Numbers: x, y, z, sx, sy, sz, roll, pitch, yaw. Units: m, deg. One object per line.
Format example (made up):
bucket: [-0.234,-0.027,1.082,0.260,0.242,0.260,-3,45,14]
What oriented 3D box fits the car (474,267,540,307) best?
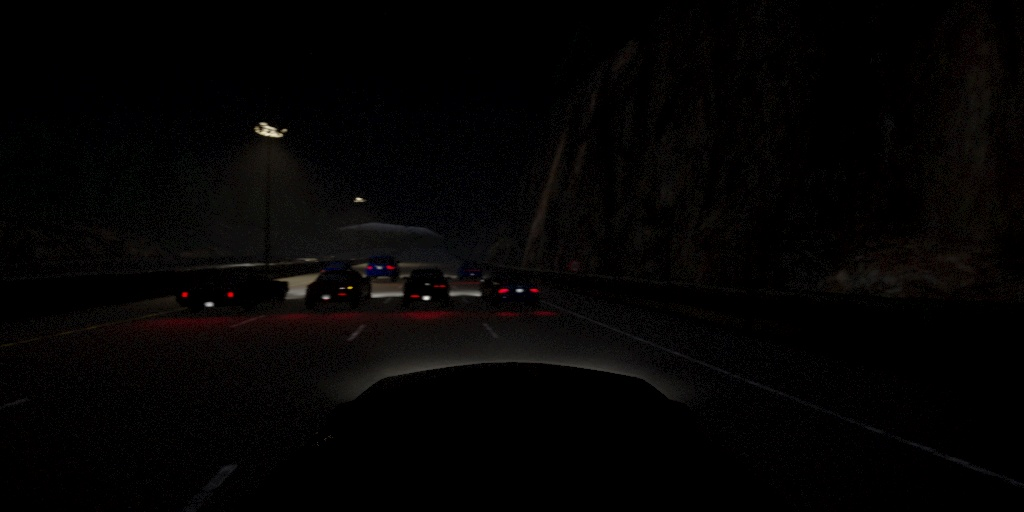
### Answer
car: [-0.270,1.400,16.307,2.033,1.411,5.357,1,0,-13]

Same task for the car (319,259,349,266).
car: [-13.958,1.237,28.924,1.812,1.442,4.674,1,0,-13]

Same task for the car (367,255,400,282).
car: [-10.464,0.972,29.338,2.150,2.045,5.566,1,0,-13]

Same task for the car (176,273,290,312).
car: [-10.526,1.324,14.056,1.895,1.301,4.718,1,0,-13]

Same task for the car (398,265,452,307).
car: [-3.746,1.318,15.822,1.837,1.490,4.892,1,0,-13]

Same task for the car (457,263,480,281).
car: [-3.747,1.319,31.375,1.882,1.535,5.008,1,0,-13]

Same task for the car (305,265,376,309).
car: [-7.174,1.293,15.116,1.812,1.442,4.674,1,0,-13]
